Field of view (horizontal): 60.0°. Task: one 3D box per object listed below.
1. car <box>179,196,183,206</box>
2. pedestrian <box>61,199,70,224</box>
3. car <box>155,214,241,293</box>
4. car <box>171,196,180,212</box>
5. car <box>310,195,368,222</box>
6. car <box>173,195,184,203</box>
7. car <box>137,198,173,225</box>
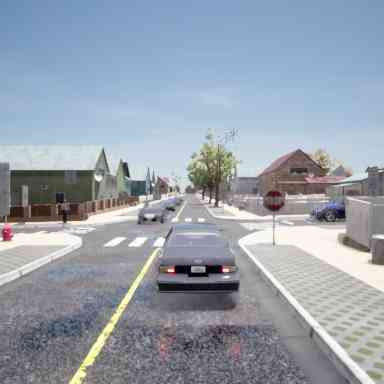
[{"bbox_3d":[-2.792,1.562,51.994,1.994,1.385,4.181,0,0,1],"label":"car"},{"bbox_3d":[-9.673,1.462,25.301,0.375,1.860,0.375,0,0,0],"label":"pedestrian"},{"bbox_3d":[0.080,1.550,8.972,2.033,1.411,5.357,0,0,-1],"label":"car"},{"bbox_3d":[-2.816,1.549,38.881,2.033,1.411,5.357,0,0,0],"label":"car"},{"bbox_3d":[10.406,1.067,22.568,4.553,1.767,2.097,-2,-1,2],"label":"car"},{"bbox_3d":[-2.713,1.483,67.722,2.128,1.511,4.902,0,0,0],"label":"car"},{"bbox_3d":[-2.836,1.502,24.597,2.128,1.511,4.902,0,0,0],"label":"car"}]
